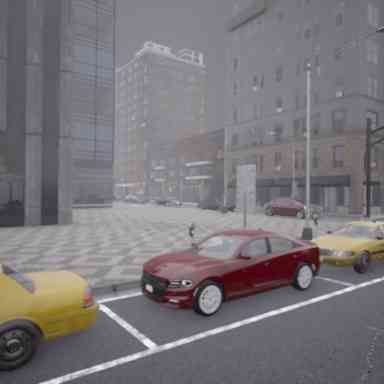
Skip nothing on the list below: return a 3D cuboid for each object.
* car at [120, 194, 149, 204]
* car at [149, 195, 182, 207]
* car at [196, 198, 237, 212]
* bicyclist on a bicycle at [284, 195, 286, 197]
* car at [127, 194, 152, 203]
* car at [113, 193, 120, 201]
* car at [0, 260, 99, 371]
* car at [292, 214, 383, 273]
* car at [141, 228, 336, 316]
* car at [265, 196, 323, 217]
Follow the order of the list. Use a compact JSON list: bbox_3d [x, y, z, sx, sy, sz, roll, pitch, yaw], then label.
[{"bbox_3d":[-8.744,1.105,50.541,1.812,1.442,4.674,1,0,-34],"label":"car"},{"bbox_3d":[-3.077,1.162,42.437,2.128,1.511,4.902,1,0,-35],"label":"car"},{"bbox_3d":[2.595,1.307,34.368,2.033,1.411,5.357,1,0,-35],"label":"car"},{"bbox_3d":[9.872,1.159,34.874,1.656,1.620,0.582,0,0,-35],"label":"bicyclist on a bicycle"},{"bbox_3d":[-8.925,1.115,56.284,2.033,1.411,5.357,1,0,-35],"label":"car"},{"bbox_3d":[-14.804,0.967,64.624,2.128,1.511,4.902,1,0,-35],"label":"car"},{"bbox_3d":[-3.677,1.525,4.133,4.829,1.417,1.752,0,1,-35],"label":"car"},{"bbox_3d":[5.482,1.528,10.664,4.829,1.417,1.752,0,1,-35],"label":"car"},{"bbox_3d":[1.041,1.546,7.497,4.507,1.381,1.887,0,1,-35],"label":"car"},{"bbox_3d":[8.105,1.198,26.550,2.097,1.767,4.553,1,0,-35],"label":"car"}]
